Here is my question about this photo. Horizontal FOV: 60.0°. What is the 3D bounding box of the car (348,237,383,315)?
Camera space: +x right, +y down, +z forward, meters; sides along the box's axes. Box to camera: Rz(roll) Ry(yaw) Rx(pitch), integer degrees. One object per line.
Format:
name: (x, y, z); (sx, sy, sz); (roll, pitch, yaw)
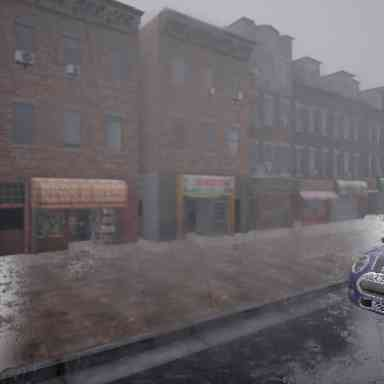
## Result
car: (5.154, 1.350, 6.669); (4.553, 1.767, 2.097); (0, 0, -35)
